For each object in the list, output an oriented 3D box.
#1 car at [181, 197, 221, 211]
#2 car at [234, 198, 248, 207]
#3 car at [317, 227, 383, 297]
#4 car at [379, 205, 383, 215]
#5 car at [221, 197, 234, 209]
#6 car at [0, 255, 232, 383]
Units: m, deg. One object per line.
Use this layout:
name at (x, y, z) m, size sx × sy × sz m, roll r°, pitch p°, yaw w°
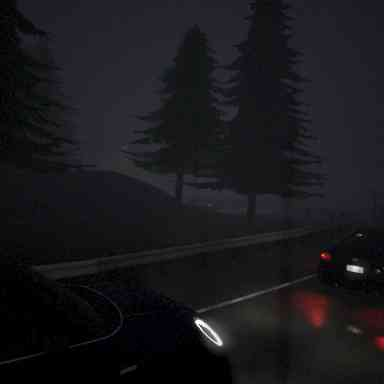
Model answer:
car at (0.798, 1.513, 40.742) m, size 4.674 × 1.442 × 1.812 m, roll 0°, pitch 0°, yaw 35°
car at (6.289, 1.463, 49.713) m, size 5.008 × 1.535 × 1.882 m, roll 0°, pitch 0°, yaw 35°
car at (4.878, 1.564, 8.219) m, size 4.181 × 1.385 × 1.994 m, roll 0°, pitch 0°, yaw -42°
car at (18.800, 1.484, 28.271) m, size 5.008 × 1.535 × 1.882 m, roll 0°, pitch 0°, yaw 35°
car at (2.501, 1.478, 43.820) m, size 4.902 × 1.511 × 2.128 m, roll 0°, pitch 0°, yaw 35°
car at (-1.819, 1.352, 2.744) m, size 4.553 × 1.767 × 2.097 m, roll 0°, pitch 0°, yaw -36°
